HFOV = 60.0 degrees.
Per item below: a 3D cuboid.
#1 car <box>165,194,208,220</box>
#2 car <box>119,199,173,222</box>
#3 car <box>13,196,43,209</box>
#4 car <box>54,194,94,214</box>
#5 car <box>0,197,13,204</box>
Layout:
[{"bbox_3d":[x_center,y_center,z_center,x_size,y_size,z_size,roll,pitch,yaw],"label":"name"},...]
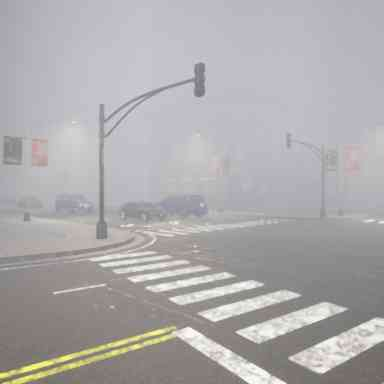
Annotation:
[{"bbox_3d":[-1.162,1.210,28.762,5.566,2.045,2.150,0,0,43],"label":"car"},{"bbox_3d":[-3.969,1.489,26.459,1.837,1.490,4.892,0,0,-44],"label":"car"},{"bbox_3d":[-21.401,1.331,43.944,2.097,1.767,4.553,0,0,-45],"label":"car"},{"bbox_3d":[-12.500,1.199,34.996,5.566,2.045,2.150,0,0,45],"label":"car"},{"bbox_3d":[-33.610,1.528,61.016,1.994,1.385,4.181,0,0,-45],"label":"car"}]
